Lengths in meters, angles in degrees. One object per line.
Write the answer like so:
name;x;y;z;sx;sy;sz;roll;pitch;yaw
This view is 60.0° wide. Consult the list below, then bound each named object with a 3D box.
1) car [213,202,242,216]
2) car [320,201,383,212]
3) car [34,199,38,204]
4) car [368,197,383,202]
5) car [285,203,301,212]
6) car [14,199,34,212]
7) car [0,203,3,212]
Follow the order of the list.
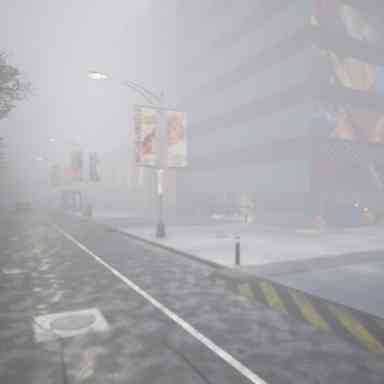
car;3.475;1.830;36.405;2.161;1.482;4.786;1;-1;-28
car;12.858;1.688;27.590;2.002;1.452;4.674;1;-1;-28
car;-38.922;2.293;81.794;1.895;1.301;4.718;1;-1;-28
car;29.826;1.738;50.963;2.435;2.045;5.566;1;-1;-28
car;13.902;1.989;41.505;1.895;1.301;4.718;1;-1;-28
car;-23.257;1.860;45.704;1.882;1.535;5.008;1;-1;-28
car;-26.818;1.861;44.946;1.837;1.490;4.892;1;-1;-28
